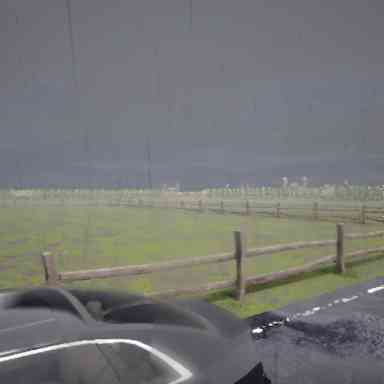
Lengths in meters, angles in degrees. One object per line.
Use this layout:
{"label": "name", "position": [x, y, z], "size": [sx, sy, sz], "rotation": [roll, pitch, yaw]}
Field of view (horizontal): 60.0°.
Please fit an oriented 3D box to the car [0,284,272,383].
{"label": "car", "position": [-1.640, 1.504, 1.901], "size": [4.892, 1.490, 1.837], "rotation": [0, 0, -35]}
